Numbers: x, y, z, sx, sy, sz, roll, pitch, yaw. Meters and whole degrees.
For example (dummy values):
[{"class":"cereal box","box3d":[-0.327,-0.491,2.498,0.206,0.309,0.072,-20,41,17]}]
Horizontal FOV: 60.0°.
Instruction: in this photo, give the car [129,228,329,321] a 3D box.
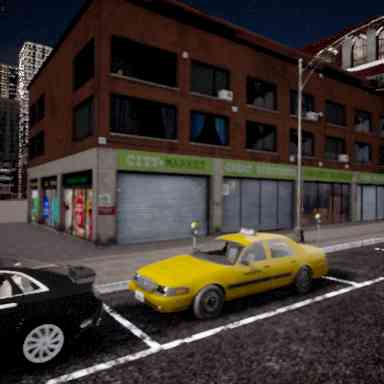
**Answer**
[{"class":"car","box3d":[1.042,1.520,7.285,4.829,1.417,1.752,0,1,-35]}]

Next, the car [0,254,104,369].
[{"class":"car","box3d":[-3.357,1.552,4.151,4.403,1.369,2.008,0,1,-35]}]
